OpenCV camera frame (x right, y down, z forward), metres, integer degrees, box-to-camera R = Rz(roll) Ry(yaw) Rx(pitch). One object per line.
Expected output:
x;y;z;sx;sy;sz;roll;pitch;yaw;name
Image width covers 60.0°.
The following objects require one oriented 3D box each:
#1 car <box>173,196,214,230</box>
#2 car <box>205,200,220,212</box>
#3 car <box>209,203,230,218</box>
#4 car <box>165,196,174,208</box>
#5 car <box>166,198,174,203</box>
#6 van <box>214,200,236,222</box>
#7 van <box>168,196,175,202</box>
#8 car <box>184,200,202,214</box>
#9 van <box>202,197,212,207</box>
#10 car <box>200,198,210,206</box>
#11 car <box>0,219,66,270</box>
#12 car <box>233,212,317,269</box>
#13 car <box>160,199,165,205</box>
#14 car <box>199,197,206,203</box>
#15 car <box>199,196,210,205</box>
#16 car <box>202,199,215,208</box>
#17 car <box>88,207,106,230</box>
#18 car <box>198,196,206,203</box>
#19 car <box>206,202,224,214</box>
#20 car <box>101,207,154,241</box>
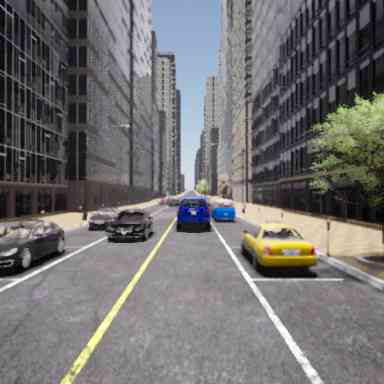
0.107;1.392;22.788;2.150;2.045;5.566;0;0;0;car
2.705;1.847;45.500;1.752;1.417;4.829;0;0;0;car
2.701;1.828;33.936;1.802;1.307;4.206;0;0;0;car
-3.036;1.879;57.860;1.882;1.535;5.008;0;0;1;car
-5.660;2.132;85.214;1.802;1.307;4.206;0;0;0;car
2.699;1.549;28.240;1.690;1.788;3.998;0;0;0;van
-5.658;1.921;90.914;1.690;1.788;3.998;0;0;0;van
0.113;1.787;41.421;2.128;1.511;4.902;0;0;0;car
2.712;1.769;62.424;1.690;1.788;3.998;0;0;0;van
2.714;2.005;68.120;1.887;1.381;4.507;0;0;0;car
-5.688;1.638;11.150;2.008;1.369;4.403;0;0;0;car
2.692;1.613;11.317;1.752;1.417;4.829;0;0;0;car
-5.666;2.042;68.124;1.802;1.307;4.206;0;0;0;car
2.720;2.075;85.380;1.752;1.417;4.829;0;0;0;car
2.716;1.805;73.818;2.192;1.841;5.009;0;0;0;car
2.710;1.945;56.725;2.008;1.369;4.403;0;0;0;car
-5.684;1.720;22.545;2.008;1.369;4.403;0;0;0;car
2.723;1.894;90.910;2.192;1.841;5.009;0;0;0;car
2.703;1.866;39.632;1.802;1.307;4.206;0;0;0;car
-3.093;1.638;17.553;1.837;1.490;4.892;0;0;0;car
